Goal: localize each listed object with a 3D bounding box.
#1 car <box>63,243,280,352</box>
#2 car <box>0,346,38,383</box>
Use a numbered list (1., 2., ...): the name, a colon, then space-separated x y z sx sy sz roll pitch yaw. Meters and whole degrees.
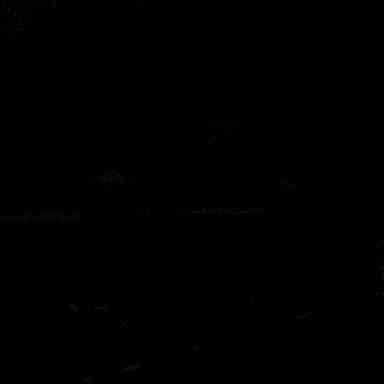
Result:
1. car: -0.156 1.671 6.226 4.206 1.307 1.802 1 -1 -33
2. car: -3.009 1.604 1.127 4.718 1.301 1.895 1 -1 -33
